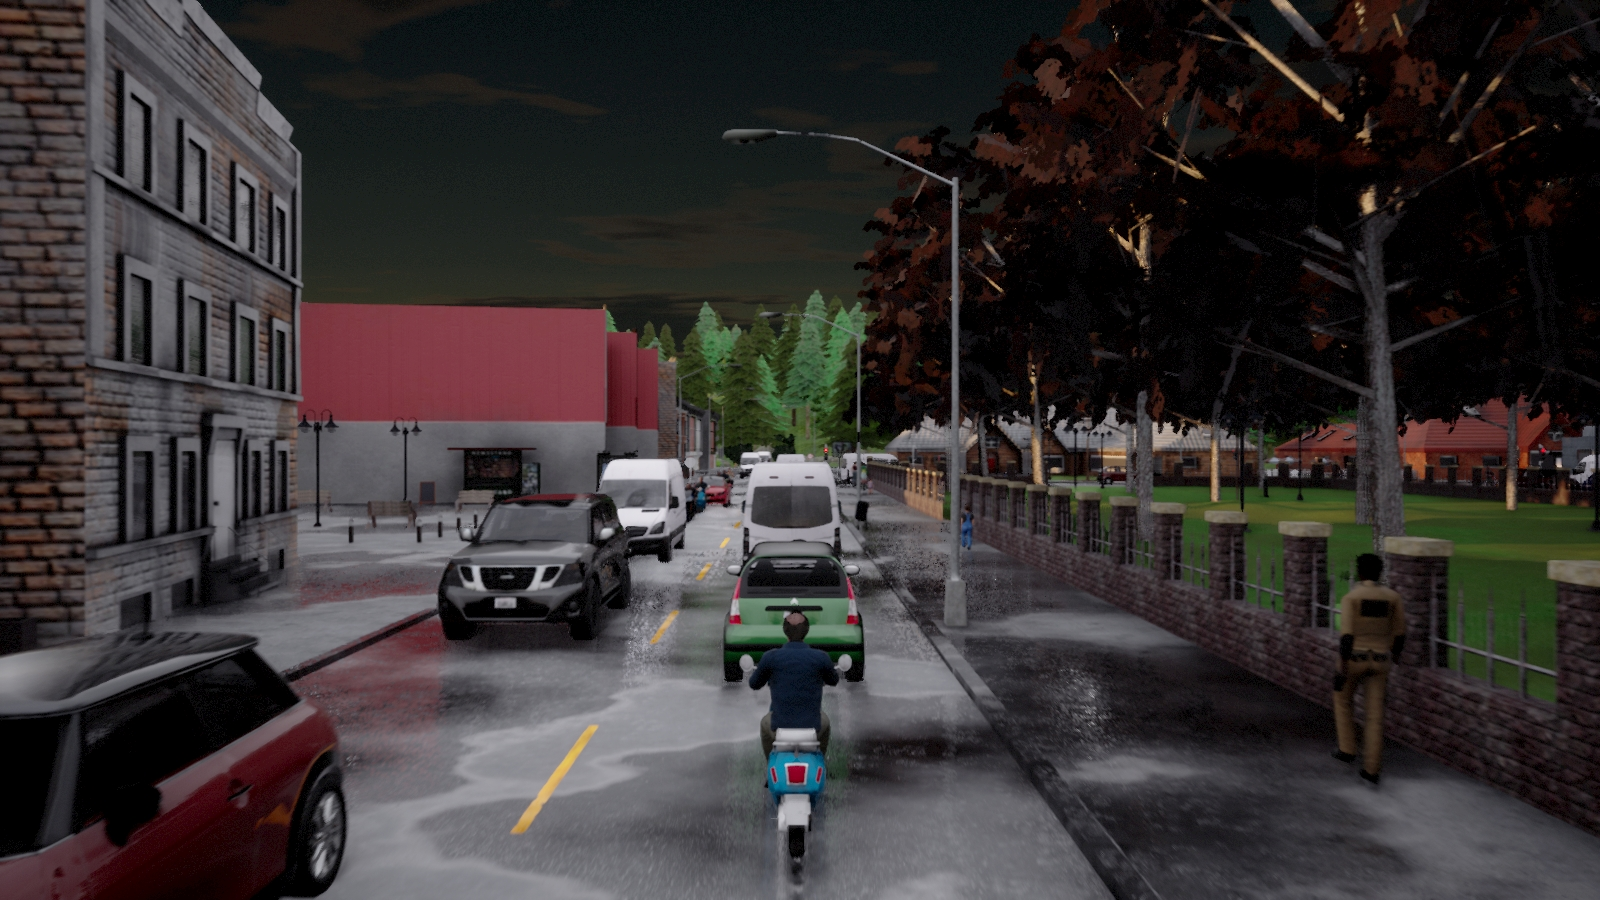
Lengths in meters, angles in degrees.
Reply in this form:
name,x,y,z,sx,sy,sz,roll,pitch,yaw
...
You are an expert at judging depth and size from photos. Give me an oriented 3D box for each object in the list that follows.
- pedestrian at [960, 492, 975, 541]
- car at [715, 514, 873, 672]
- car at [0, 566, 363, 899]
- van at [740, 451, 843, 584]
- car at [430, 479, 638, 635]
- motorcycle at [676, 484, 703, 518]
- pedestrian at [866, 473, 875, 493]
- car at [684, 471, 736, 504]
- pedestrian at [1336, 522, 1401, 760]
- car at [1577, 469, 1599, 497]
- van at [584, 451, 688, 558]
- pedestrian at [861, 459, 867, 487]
name,x,y,z,sx,sy,sz,roll,pitch,yaw
pedestrian,4.562,1.805,31.115,0.375,1.300,0.375,0,0,0
car,-0.092,1.779,15.345,1.851,1.617,3.988,0,0,-1
car,-4.034,1.685,5.566,2.097,1.767,4.553,0,0,0
van,-0.195,1.314,25.025,1.988,2.561,5.915,0,0,-1
car,-4.096,1.560,18.682,2.150,2.045,5.566,0,0,-1
motorcycle,-4.358,1.984,45.070,0.867,1.251,2.209,0,0,0
pedestrian,4.078,1.903,66.041,0.500,1.100,0.500,0,0,-5
car,-4.457,1.840,57.221,2.231,1.480,4.892,0,0,0
pedestrian,4.606,1.525,9.266,0.375,1.860,0.375,0,0,9
car,44.932,1.816,62.903,1.845,1.501,3.633,0,0,1
van,-4.243,1.313,30.487,1.988,2.561,5.915,0,0,0
pedestrian,4.203,1.522,75.382,0.375,1.860,0.375,0,0,0
